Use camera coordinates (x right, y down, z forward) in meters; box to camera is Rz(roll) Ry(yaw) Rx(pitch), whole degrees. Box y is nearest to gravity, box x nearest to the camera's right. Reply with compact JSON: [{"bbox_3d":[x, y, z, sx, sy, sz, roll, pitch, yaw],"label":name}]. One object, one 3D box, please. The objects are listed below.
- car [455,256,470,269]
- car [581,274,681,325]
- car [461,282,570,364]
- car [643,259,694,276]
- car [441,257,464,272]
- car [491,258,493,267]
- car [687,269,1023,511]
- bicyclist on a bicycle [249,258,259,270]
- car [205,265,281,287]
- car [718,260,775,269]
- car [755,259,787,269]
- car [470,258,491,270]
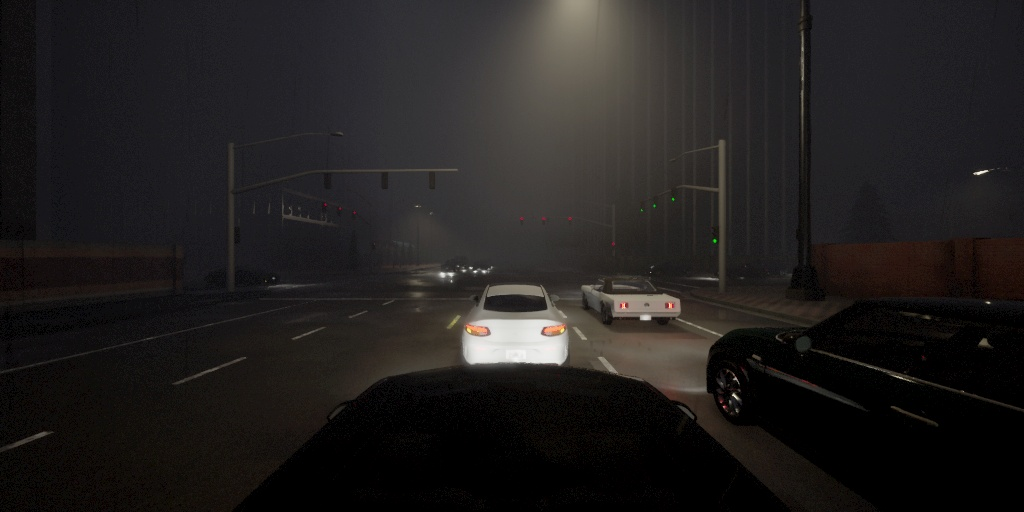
[{"bbox_3d":[-8.003,0.971,56.073,2.150,2.045,5.566,0,0,-1],"label":"car"},{"bbox_3d":[3.562,1.351,11.772,1.895,1.301,4.718,0,0,0],"label":"car"},{"bbox_3d":[0.058,1.276,7.554,1.812,1.442,4.674,0,0,0],"label":"car"},{"bbox_3d":[15.336,1.102,35.125,4.553,1.767,2.097,0,0,0],"label":"car"},{"bbox_3d":[-7.895,1.241,46.226,2.128,1.511,4.902,0,0,1],"label":"car"},{"bbox_3d":[-4.551,1.275,59.408,1.812,1.442,4.674,0,0,-1],"label":"car"},{"bbox_3d":[3.599,1.102,2.870,2.097,1.767,4.553,0,0,0],"label":"car"},{"bbox_3d":[-28.411,1.051,39.488,0.582,1.620,1.656,0,0,-1],"label":"bicyclist on a bicycle"},{"bbox_3d":[-17.922,1.313,23.998,4.181,1.385,1.994,0,0,1],"label":"car"},{"bbox_3d":[20.187,1.314,31.671,4.181,1.385,1.994,0,0,-1],"label":"car"},{"bbox_3d":[24.228,1.102,35.207,4.553,1.767,2.097,0,0,-1],"label":"car"},{"bbox_3d":[-4.427,1.314,50.793,1.994,1.385,4.181,0,0,-1],"label":"car"}]
